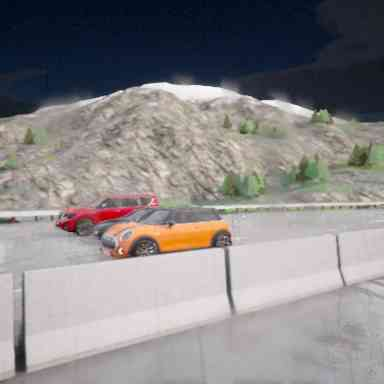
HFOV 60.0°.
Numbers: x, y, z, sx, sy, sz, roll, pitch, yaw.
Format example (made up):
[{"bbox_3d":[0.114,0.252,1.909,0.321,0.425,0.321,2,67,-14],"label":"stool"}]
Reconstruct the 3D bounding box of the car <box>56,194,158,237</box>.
[{"bbox_3d":[-4.255,1.159,17.848,5.566,2.045,2.150,0,0,-33],"label":"car"}]

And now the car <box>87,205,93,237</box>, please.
[{"bbox_3d":[-1.939,1.450,15.157,4.892,1.490,1.837,0,0,-32],"label":"car"}]

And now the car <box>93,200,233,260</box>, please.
[{"bbox_3d":[-0.815,1.309,11.699,4.553,1.767,2.097,0,0,-33],"label":"car"}]

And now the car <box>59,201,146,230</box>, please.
[{"bbox_3d":[-5.587,1.404,21.131,5.008,1.535,1.882,0,0,-32],"label":"car"}]
